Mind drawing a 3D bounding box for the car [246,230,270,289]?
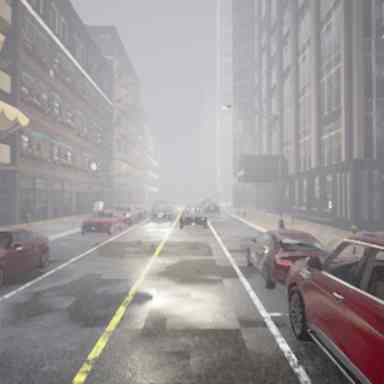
[{"bbox_3d":[2.568,1.678,9.121,1.802,1.307,4.206,0,-1,0],"label":"car"}]

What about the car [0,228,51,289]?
[{"bbox_3d":[-5.312,1.678,9.109,1.802,1.307,4.206,1,-1,0],"label":"car"}]

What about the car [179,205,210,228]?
[{"bbox_3d":[0.093,1.857,24.211,1.895,1.301,4.718,0,-1,0],"label":"car"}]

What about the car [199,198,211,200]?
[{"bbox_3d":[2.554,1.976,58.942,2.192,1.841,5.009,0,-1,0],"label":"car"}]

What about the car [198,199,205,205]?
[{"bbox_3d":[2.543,2.538,86.786,1.752,1.417,4.829,0,-1,0],"label":"car"}]

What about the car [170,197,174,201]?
[{"bbox_3d":[-5.328,2.043,64.468,2.192,1.841,5.009,0,-1,0],"label":"car"}]

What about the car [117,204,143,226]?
[{"bbox_3d":[-5.316,1.713,25.717,1.967,1.590,4.097,1,-1,0],"label":"car"}]

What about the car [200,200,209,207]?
[{"bbox_3d":[2.549,2.378,70.010,1.802,1.307,4.206,0,-1,0],"label":"car"}]

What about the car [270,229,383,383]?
[{"bbox_3d":[2.572,1.353,3.587,2.192,1.841,5.009,1,-1,0],"label":"car"}]

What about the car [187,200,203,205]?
[{"bbox_3d":[0.087,2.055,41.670,1.895,1.301,4.718,0,-1,0],"label":"car"}]

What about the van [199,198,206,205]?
[{"bbox_3d":[2.546,2.279,81.082,1.690,1.788,3.998,0,-1,0],"label":"van"}]

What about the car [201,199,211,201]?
[{"bbox_3d":[2.556,2.055,48.039,1.752,1.417,4.829,0,-1,0],"label":"car"}]

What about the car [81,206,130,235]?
[{"bbox_3d":[-5.315,1.758,20.180,1.887,1.381,4.507,1,-1,0],"label":"car"}]

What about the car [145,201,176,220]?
[{"bbox_3d":[-2.760,1.864,31.353,2.128,1.511,4.902,0,-1,0],"label":"car"}]

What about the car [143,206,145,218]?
[{"bbox_3d":[-5.319,1.879,31.252,1.887,1.381,4.507,0,-1,0],"label":"car"}]

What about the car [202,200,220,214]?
[{"bbox_3d":[2.557,2.028,42.332,1.947,1.339,4.313,0,-1,0],"label":"car"}]

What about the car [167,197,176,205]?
[{"bbox_3d":[-5.335,2.325,86.610,2.192,1.841,5.009,0,-1,0],"label":"car"}]

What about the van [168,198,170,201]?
[{"bbox_3d":[-5.326,2.002,58.932,1.690,1.788,3.998,0,-1,0],"label":"van"}]

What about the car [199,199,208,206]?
[{"bbox_3d":[2.547,2.394,75.716,1.752,1.417,4.829,0,-1,0],"label":"car"}]

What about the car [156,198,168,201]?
[{"bbox_3d":[-5.325,2.034,53.395,1.967,1.590,4.097,0,-1,0],"label":"car"}]
